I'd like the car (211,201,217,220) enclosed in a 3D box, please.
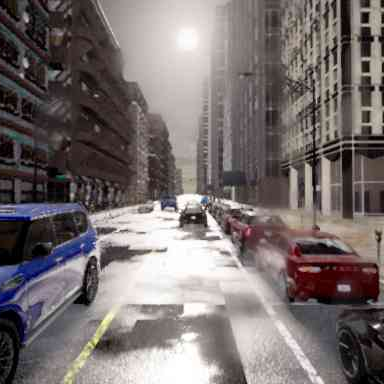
[{"bbox_3d":[2.708,1.666,25.098,2.008,1.369,4.403,1,0,0],"label":"car"}]

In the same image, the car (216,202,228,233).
[{"bbox_3d":[2.709,1.530,19.447,1.967,1.590,4.097,1,0,0],"label":"car"}]

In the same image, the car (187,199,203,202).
[{"bbox_3d":[0.111,1.791,41.753,1.895,1.301,4.718,0,0,0],"label":"car"}]

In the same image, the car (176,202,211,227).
[{"bbox_3d":[0.106,1.675,24.048,1.994,1.385,4.181,0,0,0],"label":"car"}]

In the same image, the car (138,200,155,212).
[{"bbox_3d":[-5.667,1.717,41.886,1.752,1.417,4.829,1,0,0],"label":"car"}]

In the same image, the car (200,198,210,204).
[{"bbox_3d":[2.719,1.899,70.306,1.802,1.307,4.206,1,0,0],"label":"car"}]

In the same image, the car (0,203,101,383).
[{"bbox_3d":[-3.100,1.246,5.262,2.150,2.045,5.566,0,0,0],"label":"car"}]

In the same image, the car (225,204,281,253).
[{"bbox_3d":[2.708,1.504,13.796,1.967,1.590,4.097,1,0,0],"label":"car"}]

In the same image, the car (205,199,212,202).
[{"bbox_3d":[2.711,1.749,36.399,1.802,1.307,4.206,1,0,0],"label":"car"}]

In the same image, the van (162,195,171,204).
[{"bbox_3d":[-5.742,1.683,75.993,1.690,1.788,3.998,1,0,0],"label":"van"}]

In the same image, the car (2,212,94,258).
[{"bbox_3d":[-5.675,1.630,13.799,1.947,1.339,4.313,1,0,0],"label":"car"}]

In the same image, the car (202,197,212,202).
[{"bbox_3d":[2.713,1.799,47.702,1.802,1.307,4.206,1,0,0],"label":"car"}]

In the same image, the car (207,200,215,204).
[{"bbox_3d":[2.710,1.692,30.749,2.008,1.369,4.403,1,0,0],"label":"car"}]

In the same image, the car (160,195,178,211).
[{"bbox_3d":[-3.080,1.428,45.414,2.150,2.045,5.566,0,0,0],"label":"car"}]

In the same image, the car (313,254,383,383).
[{"bbox_3d":[2.703,1.578,2.493,1.947,1.339,4.313,1,0,0],"label":"car"}]

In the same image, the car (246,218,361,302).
[{"bbox_3d":[2.705,1.583,8.144,1.887,1.381,4.507,1,0,0],"label":"car"}]

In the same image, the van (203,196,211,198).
[{"bbox_3d":[2.720,1.608,59.005,1.690,1.788,3.998,1,0,0],"label":"van"}]
